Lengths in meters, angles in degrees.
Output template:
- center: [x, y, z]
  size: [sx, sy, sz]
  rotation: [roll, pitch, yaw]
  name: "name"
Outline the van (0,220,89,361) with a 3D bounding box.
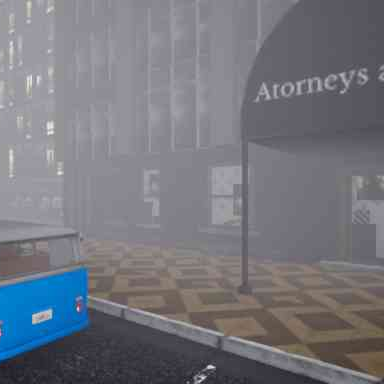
- center: [-3.405, 1.341, 5.287]
  size: [3.998, 1.788, 1.690]
  rotation: [0, 0, 35]
  name: "van"
